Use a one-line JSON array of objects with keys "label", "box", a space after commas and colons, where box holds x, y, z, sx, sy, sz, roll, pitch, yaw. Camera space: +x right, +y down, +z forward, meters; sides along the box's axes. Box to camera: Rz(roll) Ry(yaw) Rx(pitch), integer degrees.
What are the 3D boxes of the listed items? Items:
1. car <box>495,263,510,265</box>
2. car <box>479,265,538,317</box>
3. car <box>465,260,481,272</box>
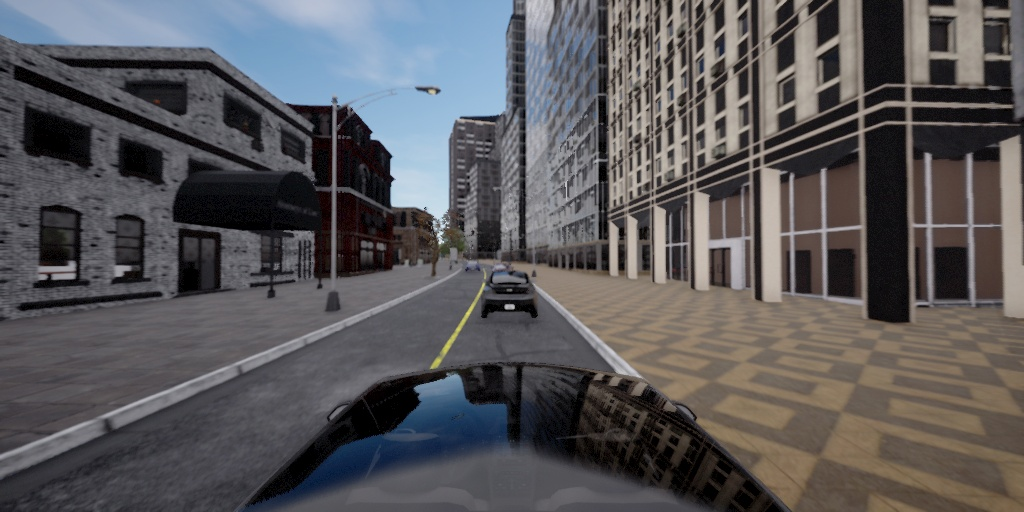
[{"label": "car", "box": [-0.795, 1.285, 29.240, 1.812, 1.442, 4.674, 0, 0, -3]}, {"label": "car", "box": [-0.117, 1.263, 13.193, 1.837, 1.490, 4.892, 0, 0, -1]}, {"label": "car", "box": [-4.893, 1.286, 45.268, 1.812, 1.442, 4.674, 0, 0, -5]}]
